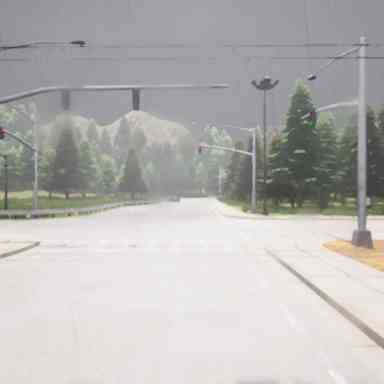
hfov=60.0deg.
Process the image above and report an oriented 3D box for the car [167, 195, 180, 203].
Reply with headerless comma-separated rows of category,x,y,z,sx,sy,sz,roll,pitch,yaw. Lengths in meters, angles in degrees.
car,-3.373,1.338,61.610,1.994,1.385,4.181,0,0,2
